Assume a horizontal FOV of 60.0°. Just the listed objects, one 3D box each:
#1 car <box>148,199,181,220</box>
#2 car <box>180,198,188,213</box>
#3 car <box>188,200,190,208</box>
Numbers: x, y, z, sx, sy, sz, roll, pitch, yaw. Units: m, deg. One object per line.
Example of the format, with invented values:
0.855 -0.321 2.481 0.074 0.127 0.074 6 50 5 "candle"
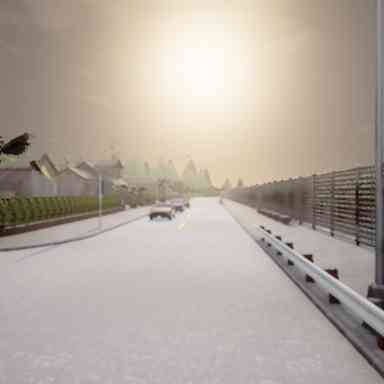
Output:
-2.466 1.598 29.015 2.033 1.411 5.357 0 0 3 "car"
-1.920 1.539 38.844 1.882 1.535 5.008 0 0 3 "car"
-1.334 1.637 48.831 1.994 1.385 4.181 0 0 3 "car"
